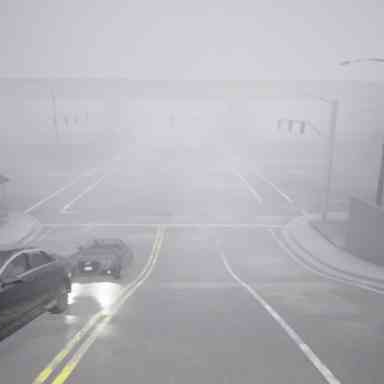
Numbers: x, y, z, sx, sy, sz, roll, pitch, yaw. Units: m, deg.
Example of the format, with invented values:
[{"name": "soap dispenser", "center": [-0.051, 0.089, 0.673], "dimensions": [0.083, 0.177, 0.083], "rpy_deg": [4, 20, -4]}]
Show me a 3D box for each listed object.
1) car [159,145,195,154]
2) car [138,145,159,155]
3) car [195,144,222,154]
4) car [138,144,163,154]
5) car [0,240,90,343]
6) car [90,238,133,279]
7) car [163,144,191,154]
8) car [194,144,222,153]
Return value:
[{"name": "car", "center": [-2.560, -7.382, 57.797], "dimensions": [4.974, 1.542, 2.038], "rpy_deg": [-10, 17, -35]}, {"name": "car", "center": [-7.168, -7.390, 57.828], "dimensions": [4.974, 1.542, 2.038], "rpy_deg": [13, 19, 43]}, {"name": "car", "center": [2.814, -7.555, 58.515], "dimensions": [4.974, 1.542, 2.038], "rpy_deg": [7, 16, 28]}, {"name": "car", "center": [-7.205, -7.551, 57.826], "dimensions": [4.536, 1.218, 1.853], "rpy_deg": [13, 19, 43]}, {"name": "car", "center": [-3.626, 1.714, 5.704], "dimensions": [2.128, 1.511, 4.902], "rpy_deg": [0, -4, 0]}, {"name": "car", "center": [-3.641, 2.610, 13.639], "dimensions": [1.994, 1.385, 4.181], "rpy_deg": [0, -3, -1]}, {"name": "car", "center": [-2.518, -7.542, 57.789], "dimensions": [4.536, 1.218, 1.853], "rpy_deg": [-10, 17, -35]}, {"name": "car", "center": [2.769, -7.714, 58.502], "dimensions": [4.536, 1.218, 1.853], "rpy_deg": [7, 16, 28]}]
